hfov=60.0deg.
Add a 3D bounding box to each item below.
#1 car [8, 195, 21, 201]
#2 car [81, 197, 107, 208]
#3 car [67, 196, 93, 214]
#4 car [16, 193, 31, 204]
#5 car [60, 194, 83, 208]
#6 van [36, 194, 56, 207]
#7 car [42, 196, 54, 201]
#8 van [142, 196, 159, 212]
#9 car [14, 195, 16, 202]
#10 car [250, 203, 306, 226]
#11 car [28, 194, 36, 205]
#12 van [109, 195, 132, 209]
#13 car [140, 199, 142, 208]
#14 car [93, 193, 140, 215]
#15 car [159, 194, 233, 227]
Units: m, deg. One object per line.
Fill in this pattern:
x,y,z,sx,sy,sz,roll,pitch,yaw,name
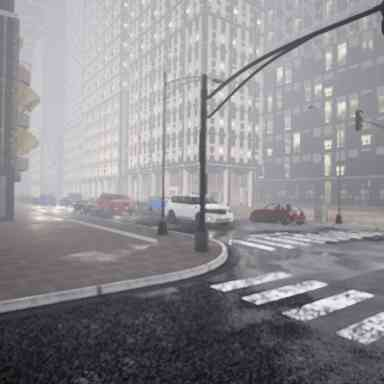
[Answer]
-39.942,1.380,74.612,2.008,1.369,4.403,1,-1,-35,car
-14.358,1.464,48.459,2.128,1.511,4.902,1,-1,-35,car
-10.537,1.428,33.142,2.008,1.369,4.403,1,-1,-35,car
-30.137,1.156,60.791,2.192,1.841,5.009,1,-1,-35,car
-17.357,1.403,47.361,2.128,1.511,4.902,1,-1,-35,car
-20.335,1.198,46.967,1.690,1.788,3.998,1,-1,-35,van
-36.376,1.572,84.065,1.802,1.307,4.206,1,-1,-35,car
-3.699,1.383,37.990,1.690,1.788,3.998,1,-1,-35,van
-36.675,1.398,70.004,1.947,1.339,4.313,1,-1,-35,car
6.102,1.506,24.166,1.967,1.590,4.097,1,-1,-35,car
-23.607,1.433,51.573,1.802,1.307,4.206,1,-1,-35,car
-10.233,1.369,47.206,1.690,1.788,3.998,1,-1,-35,van
-6.969,1.586,42.596,2.008,1.369,4.403,1,-1,-35,car
-7.788,1.148,33.754,2.150,2.045,5.566,1,0,-35,car
0.320,1.171,22.316,2.150,2.045,5.566,1,-1,-35,car
